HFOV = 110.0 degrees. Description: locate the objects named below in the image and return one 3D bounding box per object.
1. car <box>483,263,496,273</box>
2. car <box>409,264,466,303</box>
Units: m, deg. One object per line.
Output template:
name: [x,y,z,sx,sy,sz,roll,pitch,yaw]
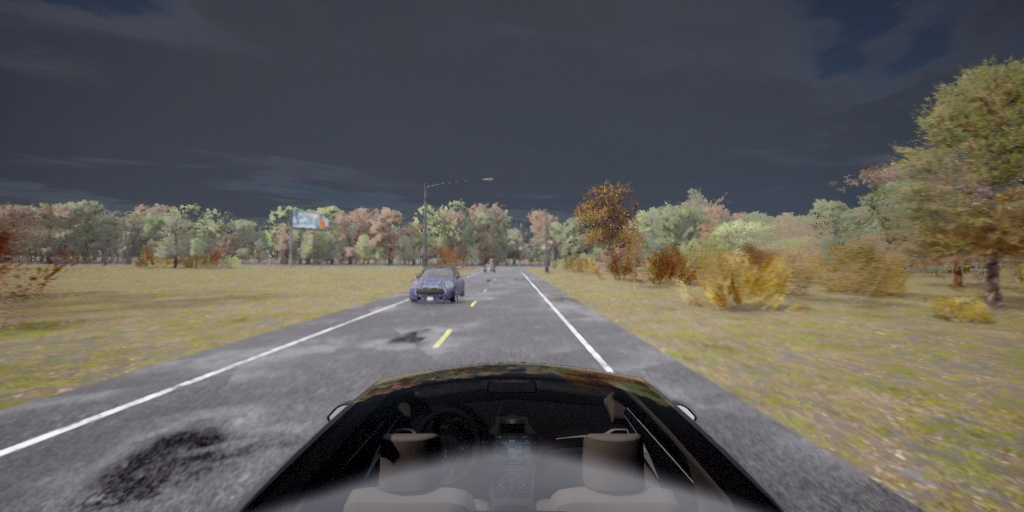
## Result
car: [-3.628,1.962,58.281,2.128,1.511,4.902,0,-1,0]
car: [-3.618,1.320,18.069,2.097,1.767,4.553,0,-1,0]
